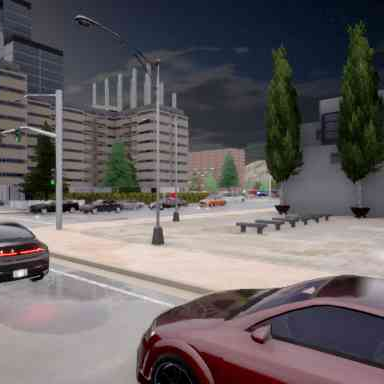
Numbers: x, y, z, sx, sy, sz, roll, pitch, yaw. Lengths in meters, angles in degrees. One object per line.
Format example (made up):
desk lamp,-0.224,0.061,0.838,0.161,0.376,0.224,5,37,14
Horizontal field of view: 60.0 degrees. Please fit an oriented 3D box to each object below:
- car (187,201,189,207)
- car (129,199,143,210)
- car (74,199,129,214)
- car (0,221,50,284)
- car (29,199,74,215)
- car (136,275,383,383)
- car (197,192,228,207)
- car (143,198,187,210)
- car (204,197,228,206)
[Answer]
car,-2.414,1.564,48.844,1.994,1.385,4.181,0,0,41
car,-8.281,1.601,41.930,1.895,1.301,4.718,0,0,40
car,-9.461,1.505,35.123,1.837,1.490,4.892,0,0,40
car,-5.557,1.505,8.734,4.892,1.490,1.837,0,0,40
car,-14.318,1.478,34.805,1.882,1.535,5.008,0,0,40
car,1.422,1.564,3.226,4.181,1.385,1.994,0,0,37
car,3.023,1.352,49.835,2.097,1.767,4.553,0,0,40
car,-3.379,1.491,42.300,2.128,1.511,4.902,0,0,40
car,4.063,1.564,56.443,1.994,1.385,4.181,0,0,41
